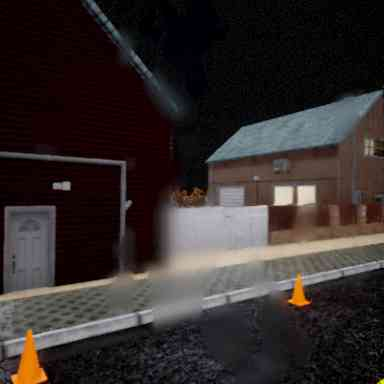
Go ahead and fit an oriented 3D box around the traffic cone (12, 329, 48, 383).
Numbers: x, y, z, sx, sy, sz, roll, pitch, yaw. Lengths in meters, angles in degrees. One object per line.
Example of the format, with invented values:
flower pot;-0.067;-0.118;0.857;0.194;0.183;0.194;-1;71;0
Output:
traffic cone;-1.948;1.950;3.998;0.340;0.580;0.340;0;0;-35

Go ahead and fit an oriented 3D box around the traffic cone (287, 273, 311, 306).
traffic cone;2.210;1.980;6.864;0.340;0.580;0.340;0;0;-34
